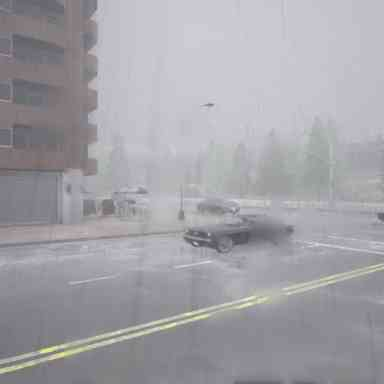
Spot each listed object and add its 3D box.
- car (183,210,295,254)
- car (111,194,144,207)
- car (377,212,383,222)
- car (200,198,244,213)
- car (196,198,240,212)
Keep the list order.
[{"bbox_3d":[1.987,1.601,13.608,4.718,1.301,1.895,0,0,-34],"label":"car"},{"bbox_3d":[-8.851,1.436,46.957,4.902,1.511,2.128,0,0,43],"label":"car"},{"bbox_3d":[14.513,1.572,20.985,1.895,1.301,4.718,0,0,-35],"label":"car"},{"bbox_3d":[3.258,1.436,36.902,2.128,1.511,4.902,0,0,-36],"label":"car"},{"bbox_3d":[2.369,1.437,32.132,2.128,1.511,4.902,0,0,-35],"label":"car"}]
